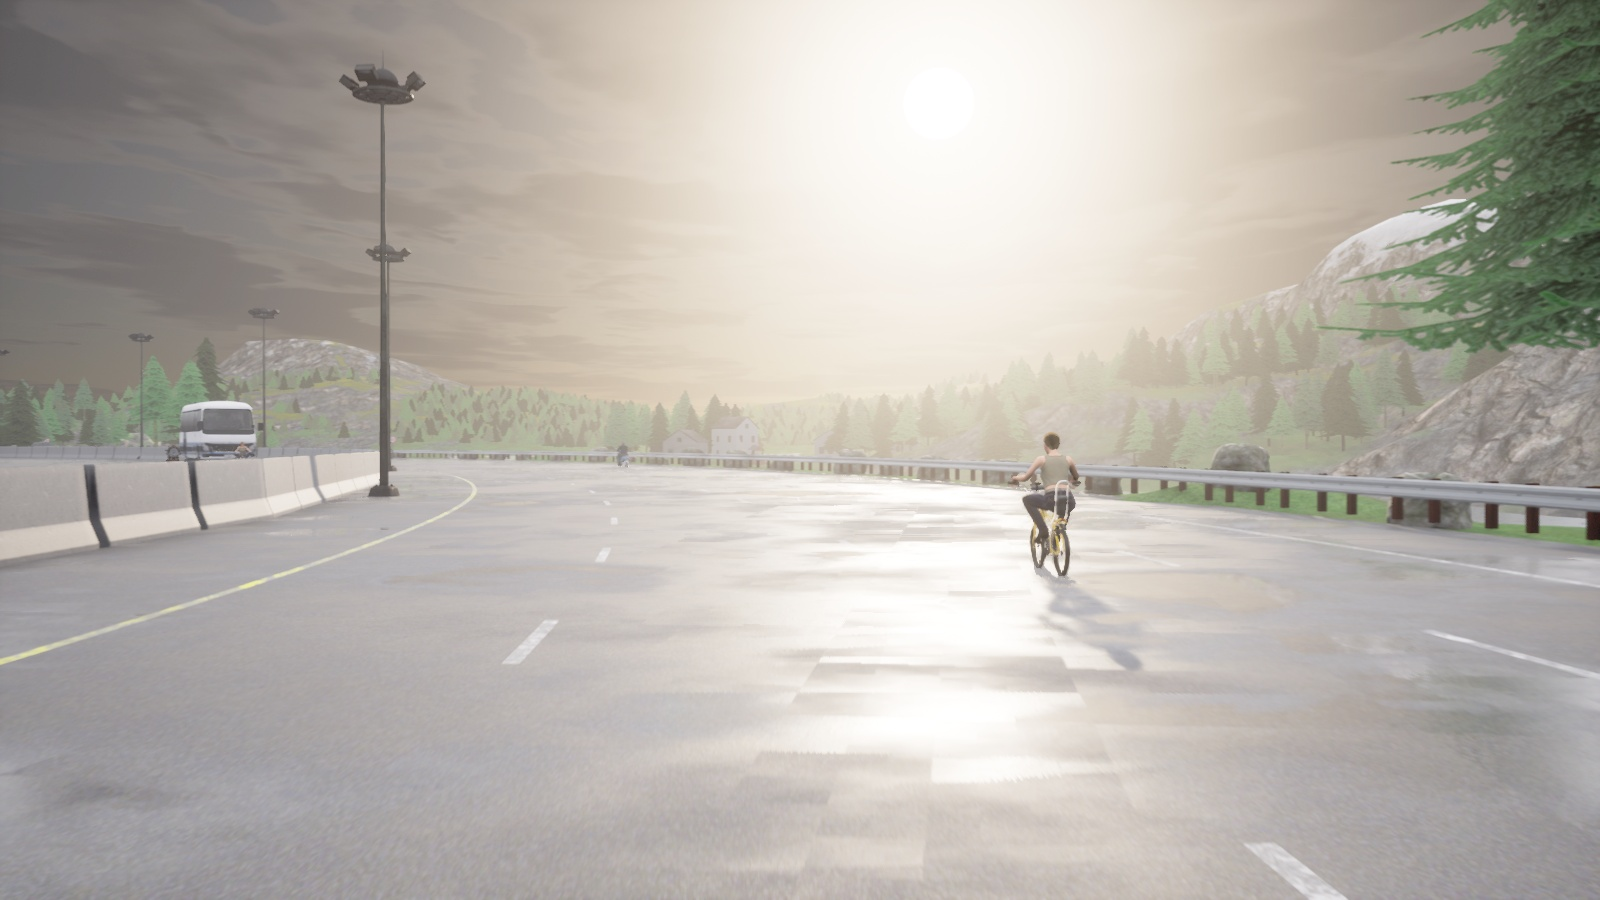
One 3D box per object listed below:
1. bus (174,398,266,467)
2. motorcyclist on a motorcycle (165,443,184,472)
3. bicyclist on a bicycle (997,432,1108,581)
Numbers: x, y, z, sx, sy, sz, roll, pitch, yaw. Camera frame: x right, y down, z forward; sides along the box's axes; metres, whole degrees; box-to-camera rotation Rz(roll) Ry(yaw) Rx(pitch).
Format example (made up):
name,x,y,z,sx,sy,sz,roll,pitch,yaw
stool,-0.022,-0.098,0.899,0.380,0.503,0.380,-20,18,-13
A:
name,x,y,z,sx,sy,sz,roll,pitch,yaw
bus,-38.211,-1.113,82.511,3.944,4.253,10.273,0,0,-34
motorcyclist on a motorcycle,-33.315,0.388,66.854,0.866,1.530,2.191,-1,1,-27
bicyclist on a bicycle,2.849,0.604,14.326,0.866,1.612,1.509,0,0,-5
